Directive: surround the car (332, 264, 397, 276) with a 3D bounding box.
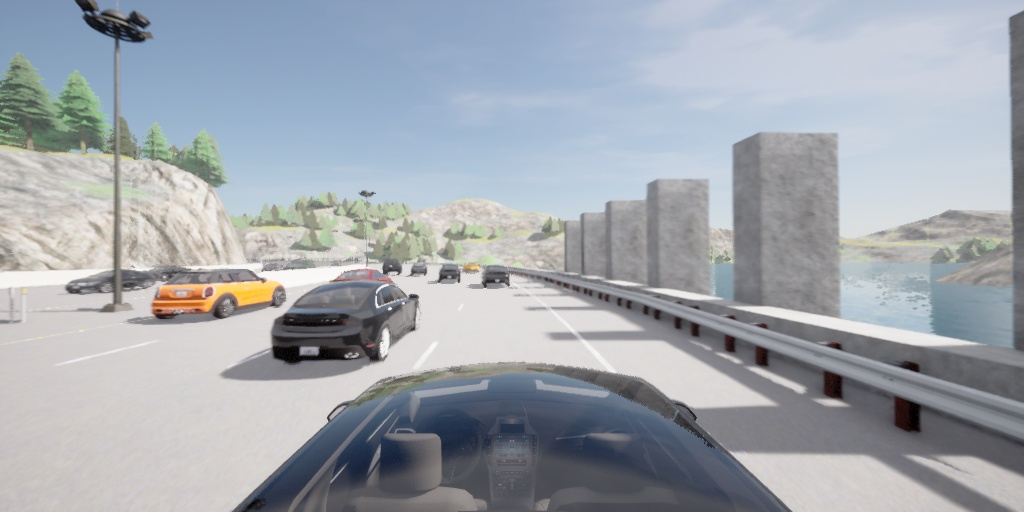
[{"bbox_3d":[-7.418,1.381,17.956,1.882,1.535,5.008,0,0,-5],"label":"car"}]

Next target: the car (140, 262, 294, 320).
[{"bbox_3d":[-10.721,1.255,13.609,2.097,1.767,4.553,-1,0,-4],"label":"car"}]

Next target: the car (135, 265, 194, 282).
[{"bbox_3d":[-35.090,1.706,36.438,1.882,1.535,5.008,0,0,-11],"label":"car"}]

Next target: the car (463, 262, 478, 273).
[{"bbox_3d":[-6.014,1.568,51.703,1.882,1.535,5.008,0,0,-15],"label":"car"}]

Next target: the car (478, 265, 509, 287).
[{"bbox_3d":[-1.299,1.411,26.529,1.837,1.490,4.892,1,0,-7],"label":"car"}]

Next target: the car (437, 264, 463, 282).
[{"bbox_3d":[-5.516,1.475,31.740,1.837,1.490,4.892,1,0,-9],"label":"car"}]

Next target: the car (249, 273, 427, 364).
[{"bbox_3d":[-3.434,1.321,8.334,1.837,1.490,4.892,0,0,-2],"label":"car"}]

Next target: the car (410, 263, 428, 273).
[{"bbox_3d":[-11.244,1.574,43.434,2.128,1.511,4.902,0,0,-13],"label":"car"}]

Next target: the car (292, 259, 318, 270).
[{"bbox_3d":[-26.139,1.427,44.481,2.150,2.045,5.566,0,0,-13],"label":"car"}]

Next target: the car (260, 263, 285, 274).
[{"bbox_3d":[-36.143,1.842,54.272,1.837,1.490,4.892,0,0,-17],"label":"car"}]

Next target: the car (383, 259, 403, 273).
[{"bbox_3d":[-15.059,1.345,45.196,2.150,2.045,5.566,0,0,-14],"label":"car"}]

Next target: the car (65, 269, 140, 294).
[{"bbox_3d":[-25.892,1.605,23.378,1.812,1.442,4.674,0,-1,-7],"label":"car"}]
